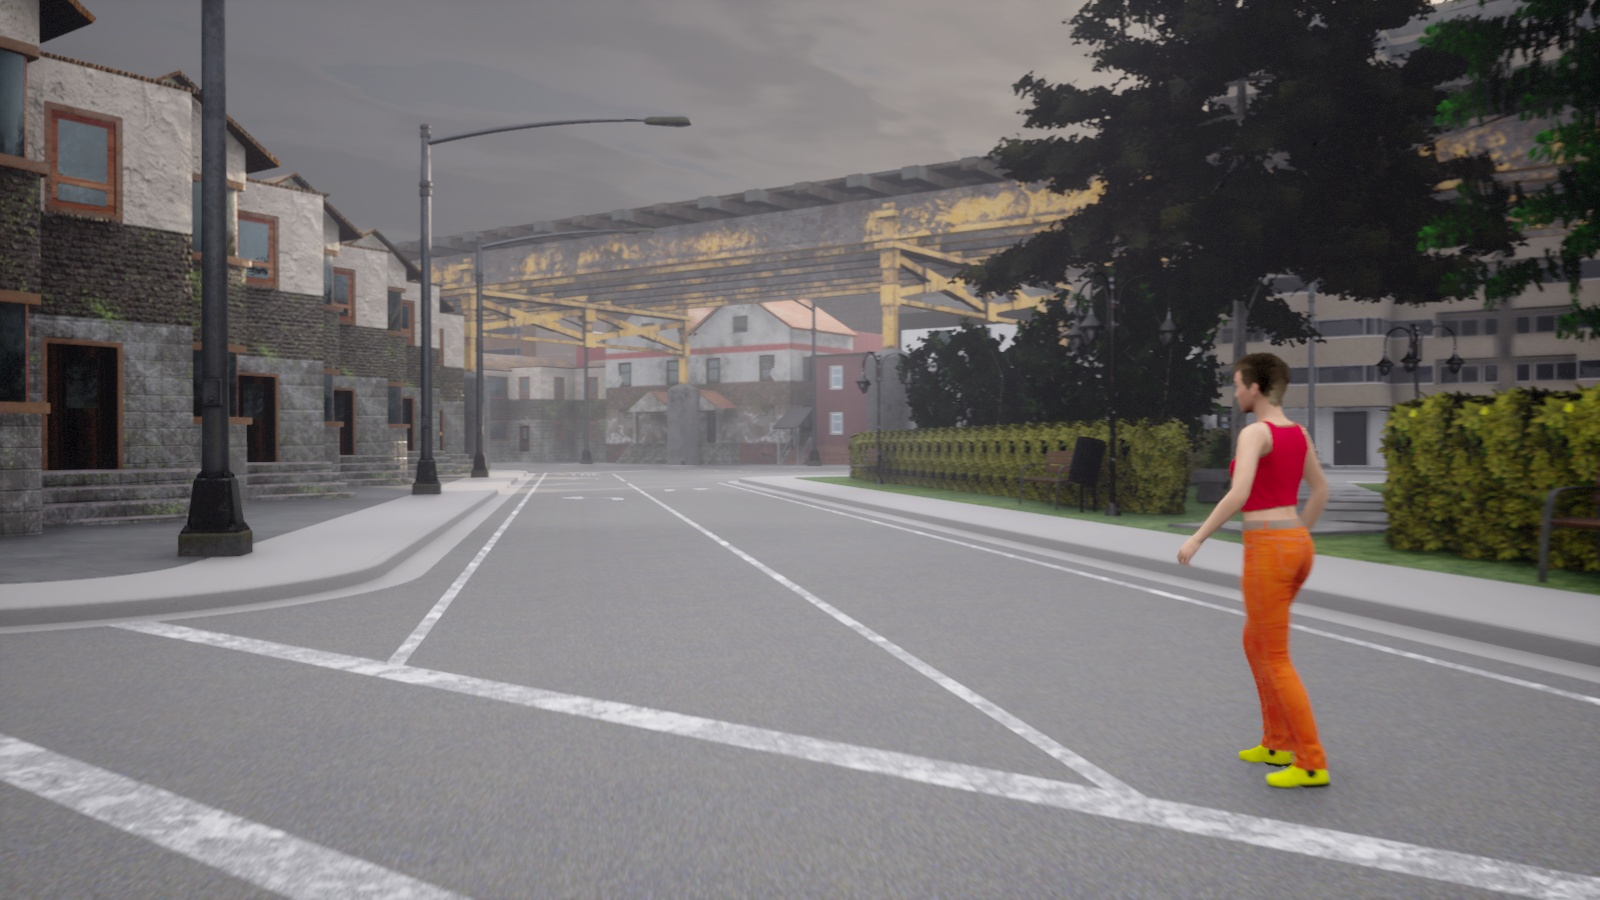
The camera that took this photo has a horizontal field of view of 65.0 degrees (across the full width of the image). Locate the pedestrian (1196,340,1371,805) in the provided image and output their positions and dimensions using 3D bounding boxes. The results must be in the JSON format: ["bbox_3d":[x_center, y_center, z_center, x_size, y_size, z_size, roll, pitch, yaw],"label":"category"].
[{"bbox_3d":[2.032,0.483,5.299,0.345,1.836,0.594,0,0,-37],"label":"pedestrian"}]
